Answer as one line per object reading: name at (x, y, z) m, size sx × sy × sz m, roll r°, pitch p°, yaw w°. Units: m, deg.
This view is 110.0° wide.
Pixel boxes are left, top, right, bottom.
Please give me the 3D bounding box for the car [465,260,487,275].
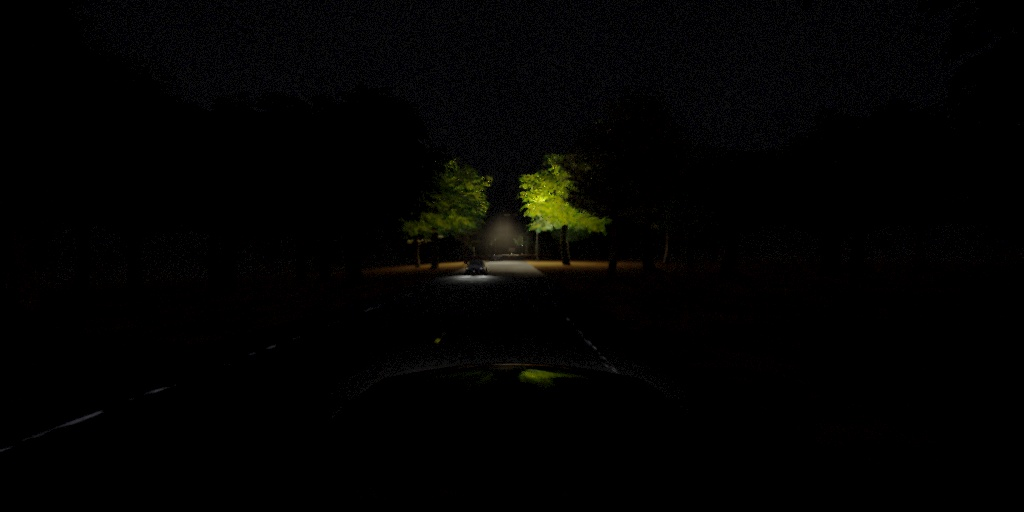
car at (-3.559, 1.128, 35.948) m, size 1.812 × 1.442 × 4.674 m, roll 0°, pitch 0°, yaw 0°
